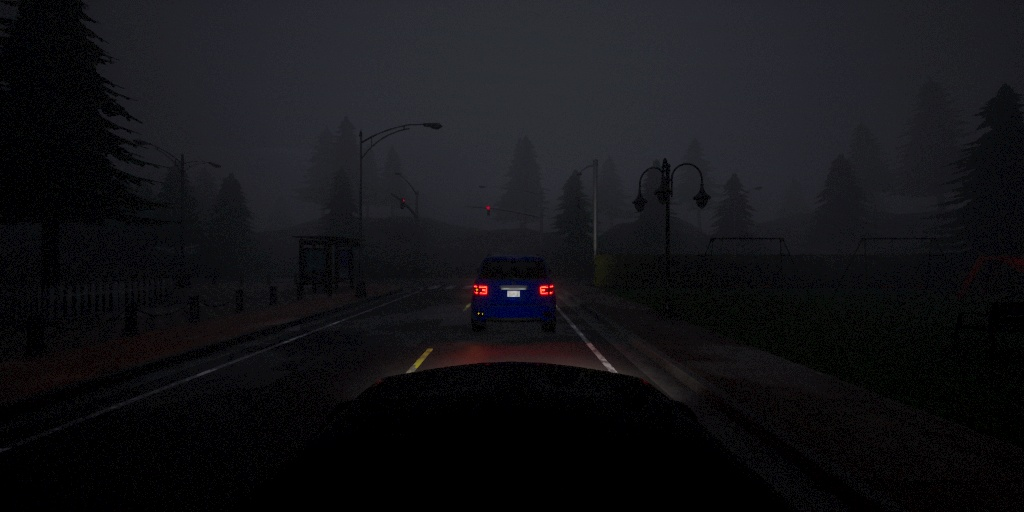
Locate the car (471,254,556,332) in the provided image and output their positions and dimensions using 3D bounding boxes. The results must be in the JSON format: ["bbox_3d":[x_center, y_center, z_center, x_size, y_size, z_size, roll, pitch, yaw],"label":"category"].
[{"bbox_3d":[0.057,0.971,10.993,2.150,2.045,5.566,0,0,0],"label":"car"}]
